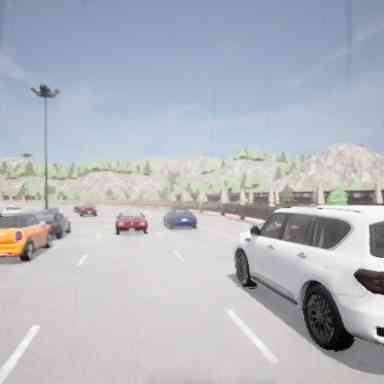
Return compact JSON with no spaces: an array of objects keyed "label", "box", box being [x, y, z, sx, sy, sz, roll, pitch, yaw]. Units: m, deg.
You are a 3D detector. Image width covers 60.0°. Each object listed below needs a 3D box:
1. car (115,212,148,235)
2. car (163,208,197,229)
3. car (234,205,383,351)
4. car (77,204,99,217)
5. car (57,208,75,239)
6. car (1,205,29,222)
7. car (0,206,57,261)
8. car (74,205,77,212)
[{"label":"car","box":[-3.907,1.903,21.366,1.895,1.301,4.718,0,-1,-11]},{"label":"car","box":[-0.919,1.868,24.224,1.994,1.385,4.181,0,-1,-11]},{"label":"car","box":[2.587,1.274,6.564,2.150,2.045,5.566,0,-1,-11]},{"label":"car","box":[-12.282,2.135,39.357,1.812,1.442,4.674,0,-1,-20]},{"label":"car","box":[-8.186,1.847,19.066,1.812,1.442,4.674,0,-1,-11]},{"label":"car","box":[-18.188,2.139,34.364,1.812,1.442,4.674,0,-1,-18]},{"label":"car","box":[-7.021,1.588,13.153,2.097,1.767,4.553,0,-1,-11]},{"label":"car","box":[-16.032,2.362,48.571,1.895,1.301,4.718,0,-1,-27]}]
